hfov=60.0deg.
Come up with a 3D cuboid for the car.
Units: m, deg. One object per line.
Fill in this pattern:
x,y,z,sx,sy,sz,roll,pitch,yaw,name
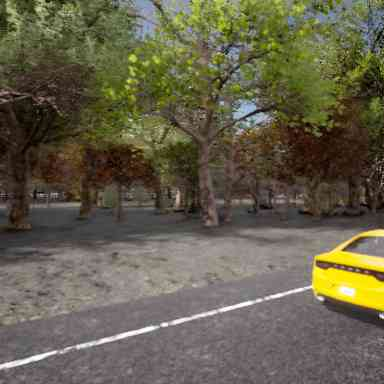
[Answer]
4.668,1.548,7.100,5.008,1.535,1.882,0,0,-35,car
